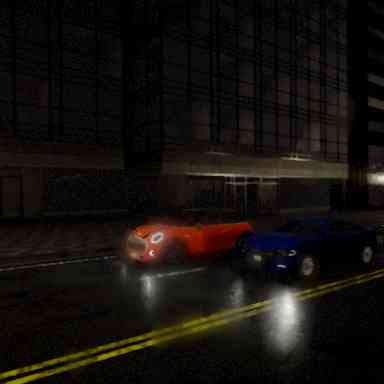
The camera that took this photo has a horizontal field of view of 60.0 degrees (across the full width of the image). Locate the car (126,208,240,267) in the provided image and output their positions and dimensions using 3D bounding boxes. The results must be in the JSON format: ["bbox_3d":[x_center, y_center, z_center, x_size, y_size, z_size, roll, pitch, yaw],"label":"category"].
[{"bbox_3d":[0.036,1.376,11.662,4.553,1.767,2.097,0,0,-35],"label":"car"}]

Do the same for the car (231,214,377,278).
[{"bbox_3d":[3.806,1.511,10.392,5.008,1.535,1.882,0,0,-35],"label":"car"}]
